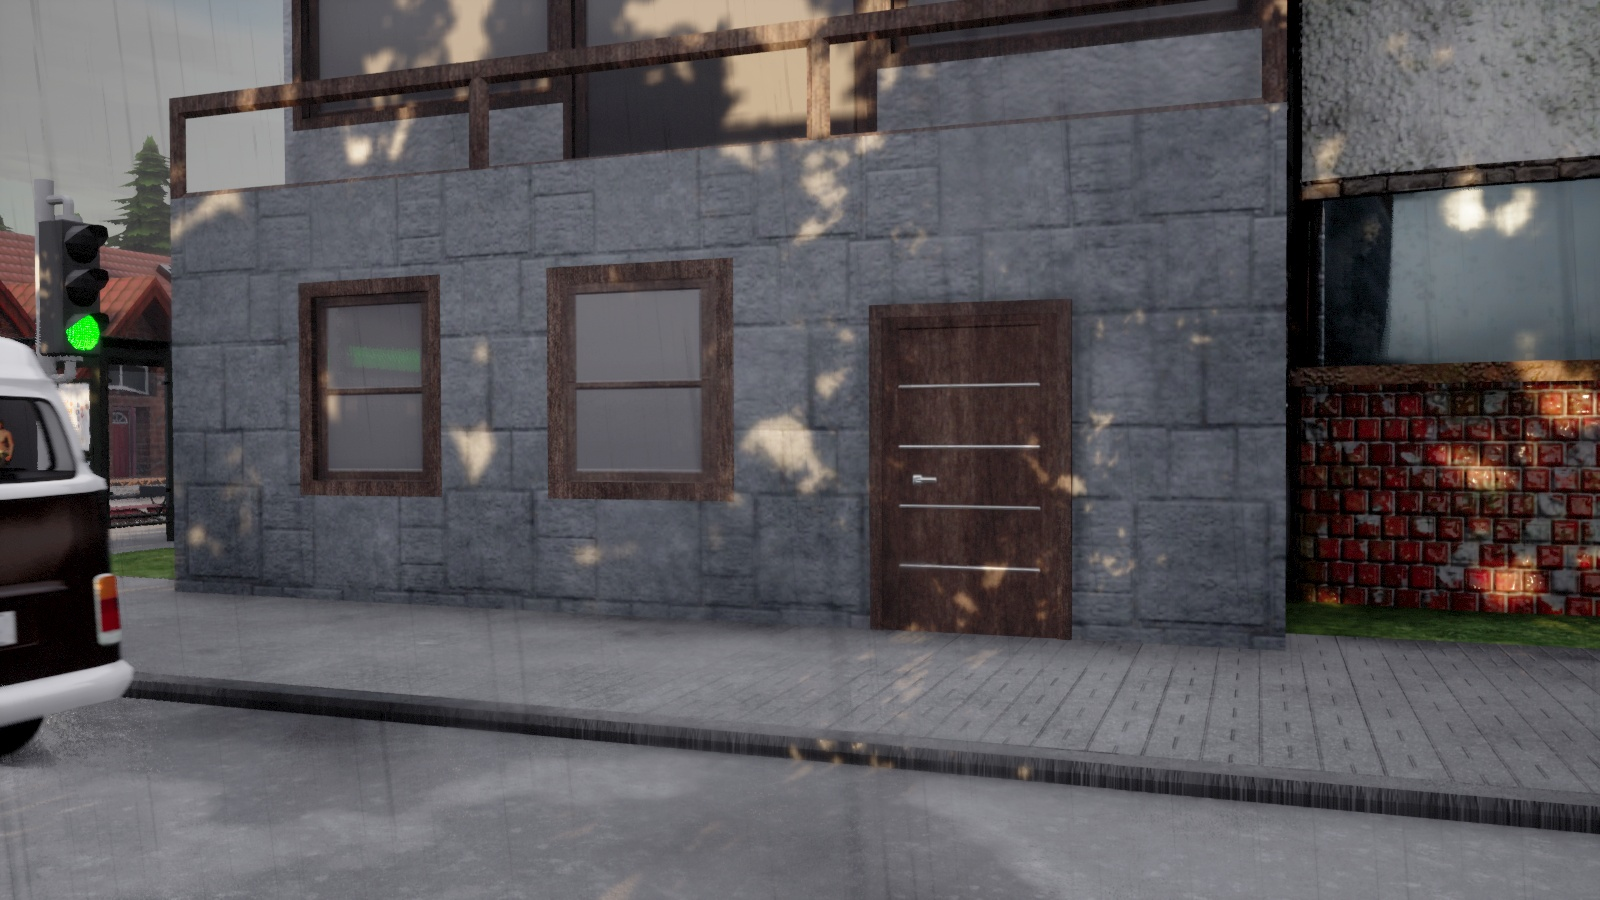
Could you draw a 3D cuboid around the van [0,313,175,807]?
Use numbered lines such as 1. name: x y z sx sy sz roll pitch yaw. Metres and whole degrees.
1. van: -5.455 0.437 5.804 4.480 2.038 2.069 1 1 20
